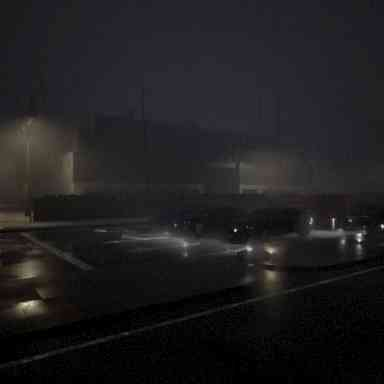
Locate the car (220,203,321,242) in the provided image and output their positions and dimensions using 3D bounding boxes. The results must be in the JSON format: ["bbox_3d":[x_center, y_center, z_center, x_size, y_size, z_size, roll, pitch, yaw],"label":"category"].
[{"bbox_3d":[3.970,1.505,16.464,4.892,1.490,1.837,0,0,-34],"label":"car"}]

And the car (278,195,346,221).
[{"bbox_3d":[9.160,1.221,24.235,5.566,2.045,2.150,0,0,-35],"label":"car"}]

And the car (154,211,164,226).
[{"bbox_3d":[-0.141,1.478,22.123,5.008,1.535,1.882,0,0,-34],"label":"car"}]

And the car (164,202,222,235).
[{"bbox_3d":[1.137,1.505,18.758,4.892,1.490,1.837,0,0,-34],"label":"car"}]

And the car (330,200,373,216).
[{"bbox_3d":[16.032,1.526,33.257,4.674,1.442,1.812,0,0,-35],"label":"car"}]

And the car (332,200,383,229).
[{"bbox_3d":[11.714,1.492,21.747,4.902,1.511,2.128,0,0,-35],"label":"car"}]
